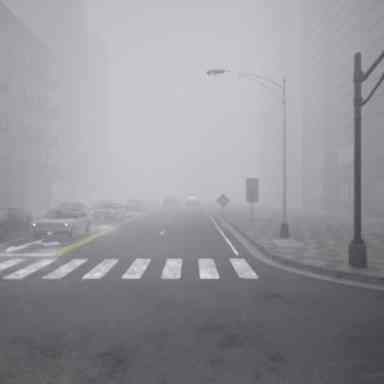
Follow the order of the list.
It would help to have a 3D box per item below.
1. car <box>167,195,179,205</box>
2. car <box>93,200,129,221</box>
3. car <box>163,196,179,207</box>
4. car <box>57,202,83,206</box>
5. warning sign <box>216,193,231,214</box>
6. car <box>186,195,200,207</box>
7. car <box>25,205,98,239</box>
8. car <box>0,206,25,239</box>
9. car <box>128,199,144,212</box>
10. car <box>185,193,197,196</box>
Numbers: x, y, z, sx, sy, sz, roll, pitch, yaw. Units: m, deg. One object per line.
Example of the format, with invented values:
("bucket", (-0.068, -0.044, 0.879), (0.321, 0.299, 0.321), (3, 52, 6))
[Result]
("car", (-3.241, 1.390, 58.411), (1.837, 1.490, 4.892), (0, 0, 0))
("car", (-6.591, 1.554, 26.540), (1.895, 1.301, 4.718), (0, 0, 0))
("car", (-3.144, 1.383, 48.357), (1.882, 1.535, 5.008), (0, 0, 0))
("car", (-9.848, 1.500, 26.751), (2.033, 1.411, 5.357), (0, 0, 0))
("warning sign", (2.851, 1.060, 30.521), (1.300, 1.860, 1.060), (0, 0, 0))
("car", (0.103, 1.507, 47.806), (1.895, 1.301, 4.718), (0, 0, 0))
("car", (-6.599, 1.573, 17.382), (1.895, 1.301, 4.718), (0, 0, -3))
("car", (-9.852, 1.499, 17.180), (1.812, 1.442, 4.674), (0, 0, -2))
("car", (-6.590, 1.475, 37.804), (2.033, 1.411, 5.357), (0, 0, 0))
("car", (0.011, 1.107, 58.025), (2.150, 2.045, 5.566), (0, 0, 0))
